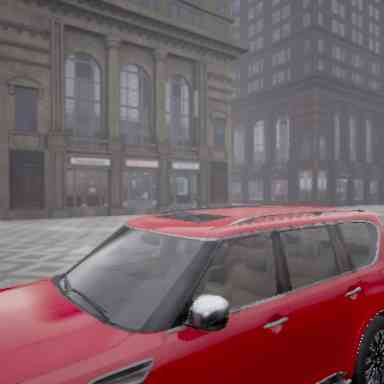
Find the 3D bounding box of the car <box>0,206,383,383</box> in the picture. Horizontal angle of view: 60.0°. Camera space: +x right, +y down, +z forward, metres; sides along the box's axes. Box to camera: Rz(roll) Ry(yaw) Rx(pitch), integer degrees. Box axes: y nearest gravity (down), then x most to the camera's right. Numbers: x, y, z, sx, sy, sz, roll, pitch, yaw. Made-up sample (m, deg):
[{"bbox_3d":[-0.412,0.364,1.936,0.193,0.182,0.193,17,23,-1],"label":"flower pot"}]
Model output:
[{"bbox_3d":[0.141,1.215,3.481,5.566,2.045,2.150,0,0,-36],"label":"car"}]
